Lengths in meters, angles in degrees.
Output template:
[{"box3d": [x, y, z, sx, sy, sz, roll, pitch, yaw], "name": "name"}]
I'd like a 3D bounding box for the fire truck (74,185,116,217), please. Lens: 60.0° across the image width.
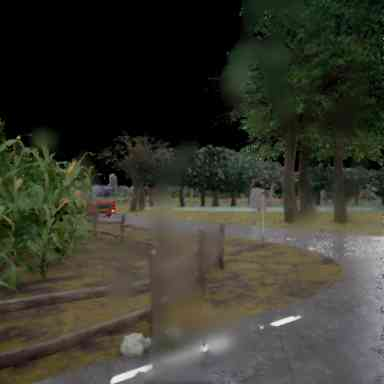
[{"box3d": [-12.654, 1.161, 42.313, 2.891, 3.827, 8.468, 1, -2, -36], "name": "fire truck"}]
